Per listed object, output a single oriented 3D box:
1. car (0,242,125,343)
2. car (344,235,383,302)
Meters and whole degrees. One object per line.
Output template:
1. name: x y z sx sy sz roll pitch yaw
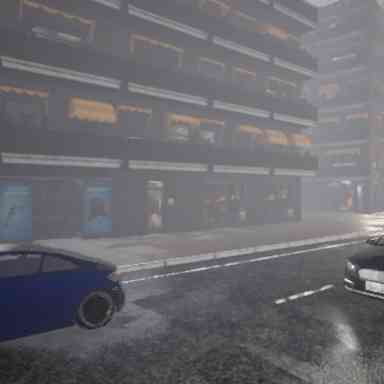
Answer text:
1. car: -3.245 1.573 5.389 4.181 1.385 1.994 0 0 -36
2. car: 5.397 1.518 7.627 4.902 1.511 2.128 0 0 -36
